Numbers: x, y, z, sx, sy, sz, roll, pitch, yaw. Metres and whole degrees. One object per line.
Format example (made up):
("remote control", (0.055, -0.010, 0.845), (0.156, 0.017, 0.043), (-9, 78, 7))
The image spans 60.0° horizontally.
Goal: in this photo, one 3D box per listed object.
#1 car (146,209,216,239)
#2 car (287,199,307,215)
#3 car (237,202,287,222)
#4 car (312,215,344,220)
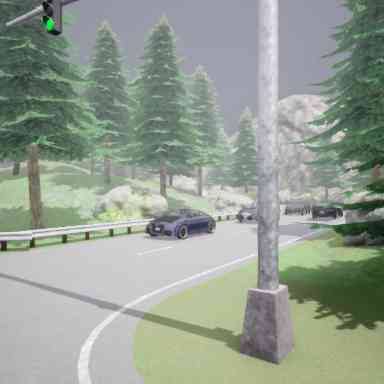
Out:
("car", (-0.490, 1.579, 17.415), (1.994, 1.385, 4.181), (0, 0, 35))
("car", (10.843, 1.520, 34.090), (1.837, 1.490, 4.892), (0, 0, 28))
("car", (5.206, 1.507, 25.568), (2.128, 1.511, 4.902), (0, 0, 35))
("car", (11.867, 1.542, 28.852), (1.882, 1.535, 5.008), (0, -1, 34))
